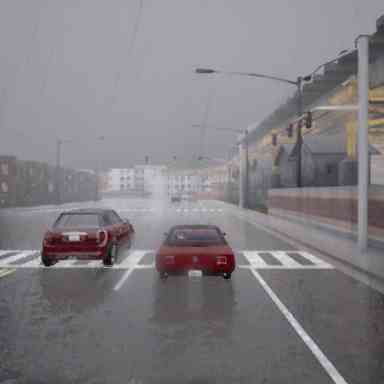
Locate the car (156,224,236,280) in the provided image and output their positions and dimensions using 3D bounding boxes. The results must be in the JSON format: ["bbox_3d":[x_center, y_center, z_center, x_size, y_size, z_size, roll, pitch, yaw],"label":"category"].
[{"bbox_3d":[0.087,1.601,9.935,1.895,1.301,4.718,0,0,0],"label":"car"}]

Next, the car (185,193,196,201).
[{"bbox_3d":[-0.053,1.597,80.871,1.895,1.301,4.718,0,0,-3],"label":"car"}]

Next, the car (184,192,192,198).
[{"bbox_3d":[-1.317,1.096,90.796,2.150,2.045,5.566,0,0,-17],"label":"car"}]

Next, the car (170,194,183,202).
[{"bbox_3d":[-3.521,1.483,72.889,1.882,1.535,5.008,0,0,0],"label":"car"}]

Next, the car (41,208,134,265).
[{"bbox_3d":[-3.412,1.352,11.764,2.097,1.767,4.553,0,0,0],"label":"car"}]
